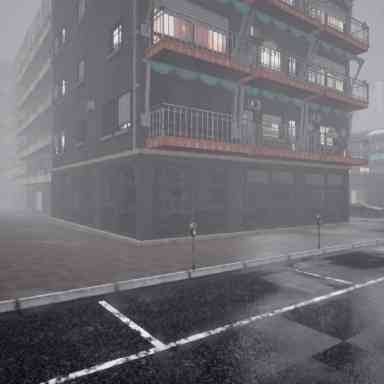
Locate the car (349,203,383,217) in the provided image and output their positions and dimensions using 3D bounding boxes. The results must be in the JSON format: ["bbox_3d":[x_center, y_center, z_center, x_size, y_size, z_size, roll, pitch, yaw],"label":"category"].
[{"bbox_3d":[16.841,1.766,33.136,1.994,1.385,4.181,0,-1,-35],"label":"car"}]
